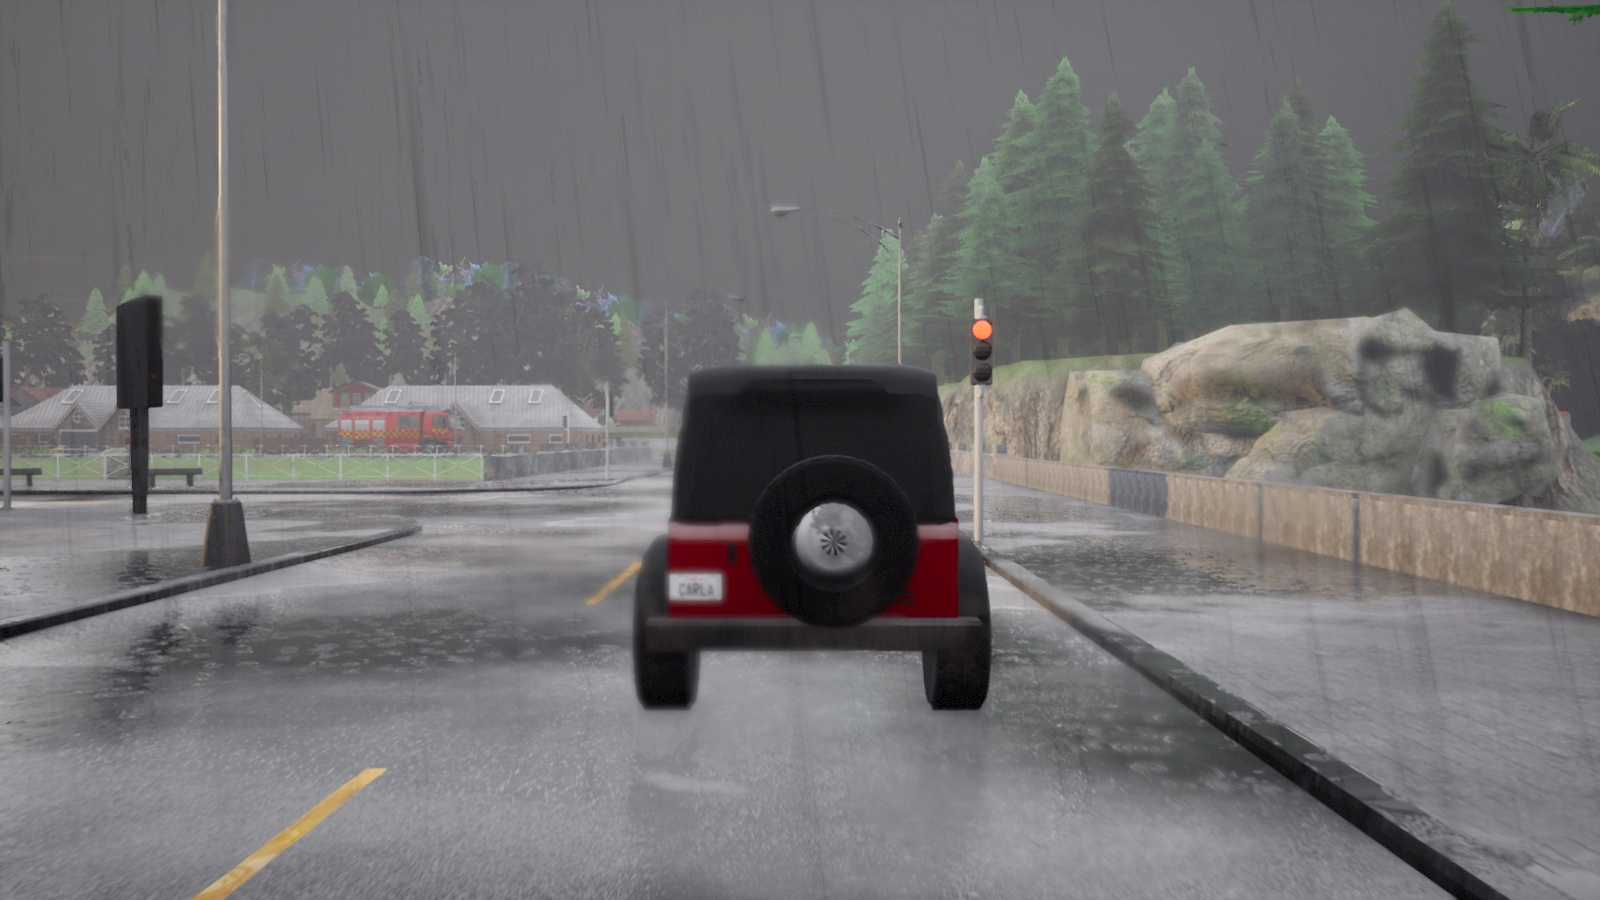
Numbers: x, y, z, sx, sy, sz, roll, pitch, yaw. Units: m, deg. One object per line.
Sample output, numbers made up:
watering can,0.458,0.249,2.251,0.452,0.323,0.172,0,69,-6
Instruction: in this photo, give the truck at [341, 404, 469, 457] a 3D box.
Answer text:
truck,-29.003,-1.428,92.451,8.468,3.827,2.891,0,1,0

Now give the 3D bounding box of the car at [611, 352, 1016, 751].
car,0.067,0.458,7.845,1.905,1.878,3.866,0,1,0
